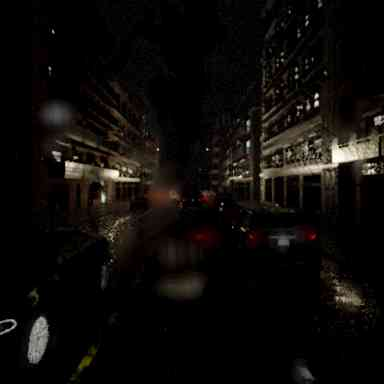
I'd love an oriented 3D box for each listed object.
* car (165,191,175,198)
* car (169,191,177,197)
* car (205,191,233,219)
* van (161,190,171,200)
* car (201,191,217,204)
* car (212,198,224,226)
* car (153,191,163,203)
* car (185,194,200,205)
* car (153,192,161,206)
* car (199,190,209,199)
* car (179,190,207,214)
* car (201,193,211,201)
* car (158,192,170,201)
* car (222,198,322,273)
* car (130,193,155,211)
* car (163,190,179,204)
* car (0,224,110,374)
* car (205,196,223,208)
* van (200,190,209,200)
[{"bbox_3d":[-5.253,0.562,79.711,1.967,1.590,4.097,-1,1,0],"label":"car"},{"bbox_3d":[-5.241,0.549,91.014,2.008,1.369,4.403,-1,1,0],"label":"car"},{"bbox_3d":[2.578,0.994,28.727,2.192,1.841,5.009,-1,1,0],"label":"car"},{"bbox_3d":[-5.265,0.586,68.408,1.690,1.788,3.998,-1,1,0],"label":"van"},{"bbox_3d":[2.599,0.746,51.382,2.192,1.841,5.009,-1,1,0],"label":"car"},{"bbox_3d":[2.576,1.324,23.066,1.802,1.307,4.206,-1,1,0],"label":"car"},{"bbox_3d":[-5.281,0.745,51.454,2.192,1.841,5.009,-1,1,0],"label":"car"},{"bbox_3d":[0.055,1.044,46.931,1.994,1.385,4.181,0,1,0],"label":"car"},{"bbox_3d":[-5.289,1.098,40.155,1.887,1.381,4.507,-1,1,0],"label":"car"},{"bbox_3d":[2.620,0.498,74.039,2.192,1.841,5.009,-1,1,0],"label":"car"},{"bbox_3d":[0.092,0.837,34.680,2.150,2.045,5.566,0,1,0],"label":"car"},{"bbox_3d":[2.613,0.889,62.714,1.802,1.307,4.206,-1,1,0],"label":"car"},{"bbox_3d":[-5.268,0.834,62.588,1.752,1.417,4.829,-1,1,0],"label":"car"},{"bbox_3d":[2.270,1.235,10.364,2.097,1.767,4.553,0,1,0],"label":"car"},{"bbox_3d":[-5.294,1.160,34.504,1.887,1.381,4.507,-1,1,0],"label":"car"},{"bbox_3d":[-2.706,0.864,48.018,1.882,1.535,5.008,0,1,0],"label":"car"},{"bbox_3d":[-2.846,1.411,5.787,1.882,1.535,5.008,0,1,0],"label":"car"},{"bbox_3d":[2.592,1.137,40.058,1.802,1.307,4.206,-1,1,0],"label":"car"},{"bbox_3d":[2.615,0.586,68.375,1.690,1.788,3.998,-1,1,0],"label":"van"}]
